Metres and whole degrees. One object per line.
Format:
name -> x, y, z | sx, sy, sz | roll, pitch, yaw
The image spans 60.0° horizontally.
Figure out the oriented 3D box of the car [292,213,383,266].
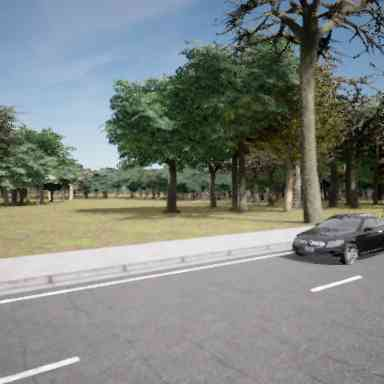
car -> 5.511, 1.487, 11.581 | 4.674, 1.442, 1.812 | 0, 0, -35
